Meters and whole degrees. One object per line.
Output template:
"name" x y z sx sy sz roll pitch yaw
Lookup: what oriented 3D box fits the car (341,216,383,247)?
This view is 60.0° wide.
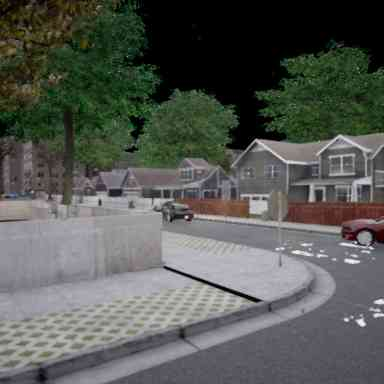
"car" 8.879 1.484 13.657 5.008 1.535 1.882 0 0 23

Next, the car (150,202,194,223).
"car" -1.670 1.527 25.978 1.837 1.490 4.892 1 0 -32
